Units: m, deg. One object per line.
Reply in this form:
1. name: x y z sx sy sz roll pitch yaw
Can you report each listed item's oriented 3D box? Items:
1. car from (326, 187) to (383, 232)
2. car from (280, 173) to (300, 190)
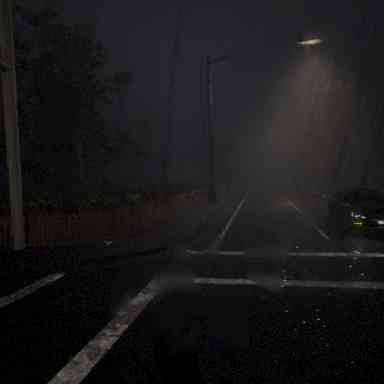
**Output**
1. car: 6.660 0.612 13.248 1.837 1.490 4.892 -1 3 11
2. car: 12.865 -1.448 44.045 2.150 2.045 5.566 -1 3 11
